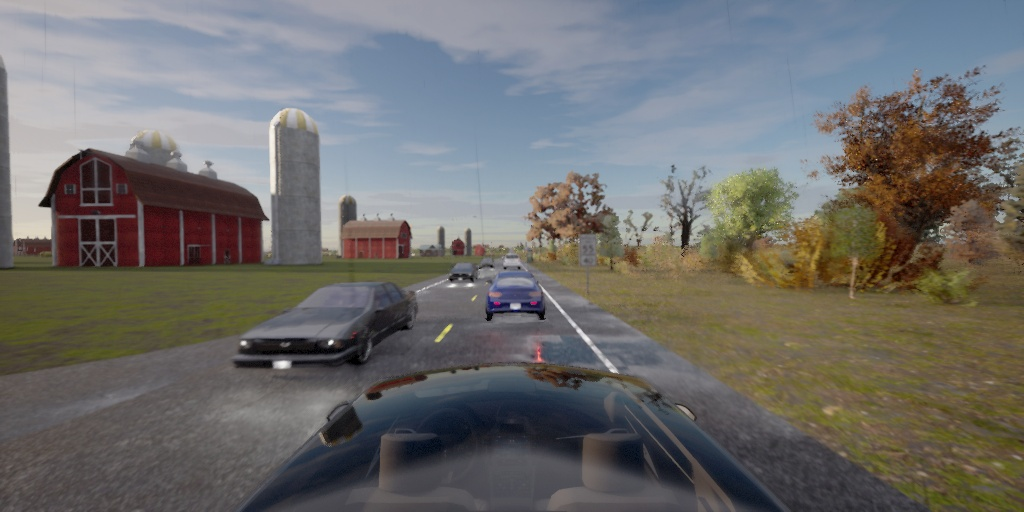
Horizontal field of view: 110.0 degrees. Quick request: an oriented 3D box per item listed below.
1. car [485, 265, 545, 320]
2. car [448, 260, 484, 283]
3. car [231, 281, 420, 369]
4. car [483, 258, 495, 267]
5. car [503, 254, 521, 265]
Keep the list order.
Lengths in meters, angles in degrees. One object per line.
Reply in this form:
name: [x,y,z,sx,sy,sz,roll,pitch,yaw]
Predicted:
car: [0.099,1.228,12.363,1.812,1.442,4.674,-1,0,0]
car: [-3.588,1.203,27.518,2.033,1.411,5.357,-1,0,0]
car: [-3.605,1.307,8.281,2.033,1.411,5.357,-1,0,0]
car: [-3.480,1.034,51.234,1.837,1.490,4.892,-1,0,0]
car: [0.022,0.741,46.199,2.150,2.045,5.566,-1,0,0]
